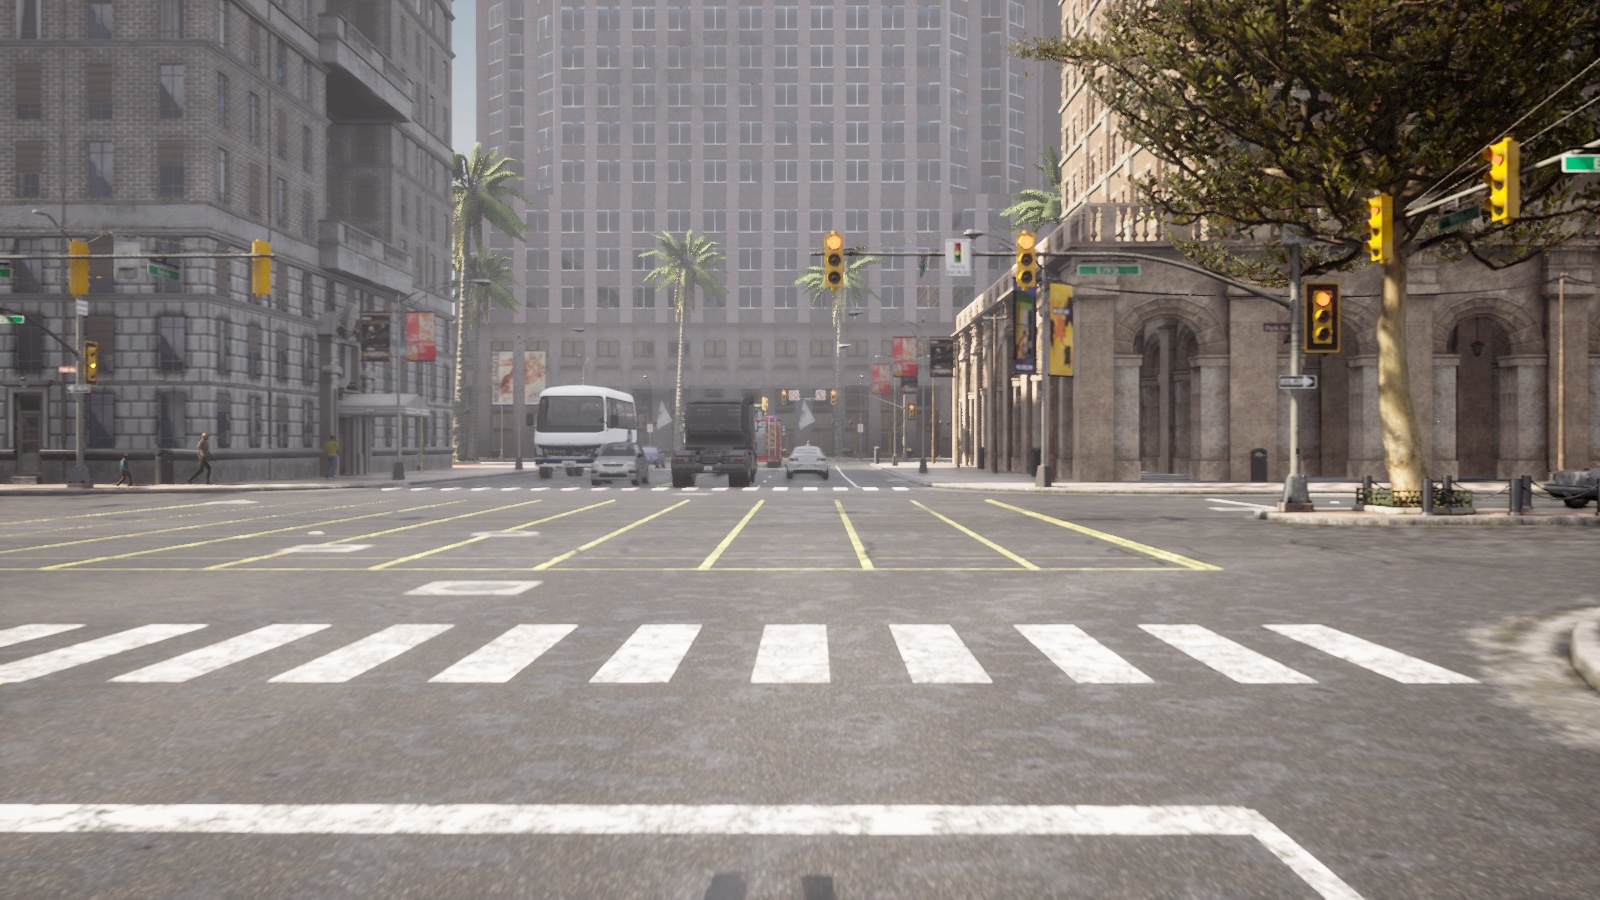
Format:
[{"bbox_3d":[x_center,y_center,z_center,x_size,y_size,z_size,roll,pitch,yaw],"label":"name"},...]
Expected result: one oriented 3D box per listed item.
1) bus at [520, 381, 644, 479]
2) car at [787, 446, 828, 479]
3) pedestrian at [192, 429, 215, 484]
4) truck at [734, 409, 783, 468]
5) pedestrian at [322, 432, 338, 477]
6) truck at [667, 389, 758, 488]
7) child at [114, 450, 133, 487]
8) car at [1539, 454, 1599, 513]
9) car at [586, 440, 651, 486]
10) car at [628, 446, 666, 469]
[{"bbox_3d":[-10.128,-0.877,59.733,3.944,4.253,10.273,0,0,1],"label":"bus"},{"bbox_3d":[0.338,0.546,57.195,1.812,1.442,4.674,0,0,0],"label":"car"},{"bbox_3d":[-20.072,0.220,42.239,0.634,1.846,0.331,0,0,-8],"label":"pedestrian"},{"bbox_3d":[-2.750,-0.763,86.088,2.891,3.827,8.468,0,0,1],"label":"truck"},{"bbox_3d":[-19.242,0.184,51.434,0.354,1.836,0.706,0,0,3],"label":"pedestrian"},{"bbox_3d":[-3.210,-0.428,48.021,2.891,3.462,7.936,0,0,0],"label":"truck"},{"bbox_3d":[-22.148,0.602,41.107,0.448,1.192,0.343,0,0,-5],"label":"child"},{"bbox_3d":[19.859,0.749,28.749,4.718,1.301,1.895,0,0,2],"label":"car"},{"bbox_3d":[-6.717,0.454,46.886,1.851,1.617,3.988,0,0,0],"label":"car"},{"bbox_3d":[-9.815,0.444,80.902,1.812,1.442,4.674,0,0,1],"label":"car"}]
